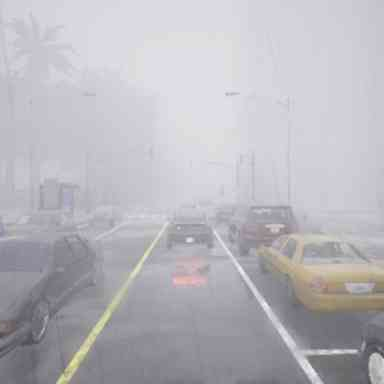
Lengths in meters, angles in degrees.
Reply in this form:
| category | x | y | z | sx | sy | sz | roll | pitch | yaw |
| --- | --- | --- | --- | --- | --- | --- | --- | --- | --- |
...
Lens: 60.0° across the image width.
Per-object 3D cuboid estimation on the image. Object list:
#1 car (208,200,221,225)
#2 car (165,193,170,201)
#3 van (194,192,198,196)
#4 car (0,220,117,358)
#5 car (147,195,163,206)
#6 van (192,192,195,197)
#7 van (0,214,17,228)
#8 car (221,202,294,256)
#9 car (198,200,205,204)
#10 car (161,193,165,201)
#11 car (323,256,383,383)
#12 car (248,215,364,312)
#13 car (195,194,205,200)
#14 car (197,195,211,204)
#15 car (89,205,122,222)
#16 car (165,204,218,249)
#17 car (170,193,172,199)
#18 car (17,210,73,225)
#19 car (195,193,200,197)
| category | x | y | z | sx | sy | sz | roll | pitch | yaw |
| --- | --- | --- | --- | --- | --- | --- | --- | --- | --- |
| car | 2.465 | 1.536 | 23.783 | 1.947 | 1.339 | 4.313 | -1 | 0 | -1 |
| car | -6.766 | 1.398 | 77.225 | 1.967 | 1.590 | 4.097 | -1 | 0 | -1 |
| van | 1.900 | 1.266 | 66.477 | 1.690 | 1.788 | 3.998 | -1 | 0 | -1 |
| car | -3.167 | 1.562 | 6.602 | 2.033 | 1.411 | 5.357 | 0 | 0 | -1 |
| car | -6.480 | 1.539 | 55.545 | 2.008 | 1.369 | 4.403 | -1 | 0 | -1 |
| van | 1.615 | 1.230 | 88.157 | 1.690 | 1.788 | 3.998 | -1 | 0 | -1 |
| van | -5.848 | 1.371 | 7.411 | 1.690 | 1.788 | 3.998 | -1 | 0 | -1 |
| car | 2.605 | 1.293 | 12.934 | 2.192 | 1.841 | 5.009 | -1 | 0 | -1 |
| car | -0.303 | 1.550 | 24.504 | 1.994 | 1.385 | 4.181 | 0 | 0 | -1 |
| car | -6.552 | 1.422 | 60.965 | 1.967 | 1.590 | 4.097 | -1 | 0 | -1 |
| car | 2.750 | 1.534 | 2.084 | 2.008 | 1.369 | 4.403 | -1 | 0 | -1 |
| car | 2.676 | 1.506 | 7.679 | 1.752 | 1.417 | 4.829 | -1 | 0 | -1 |
| car | 2.045 | 1.505 | 55.638 | 1.947 | 1.339 | 4.313 | -1 | 0 | -1 |
| car | 2.117 | 1.511 | 50.218 | 1.947 | 1.339 | 4.313 | -1 | 0 | -1 |
| car | -6.060 | 1.602 | 23.689 | 1.802 | 1.307 | 4.206 | -1 | 0 | -1 |
| car | -0.098 | 1.497 | 14.477 | 1.837 | 1.490 | 4.892 | 0 | 0 | 0 |
| car | -6.839 | 1.264 | 82.644 | 2.192 | 1.841 | 5.009 | -1 | 0 | -1 |
| car | -5.918 | 1.467 | 12.837 | 1.967 | 1.590 | 4.097 | -1 | 0 | -1 |
| car | 1.971 | 1.458 | 61.228 | 1.752 | 1.417 | 4.829 | -1 | 0 | -1 |
